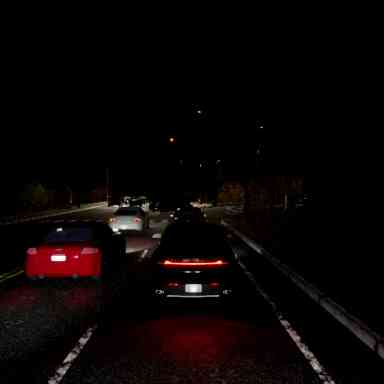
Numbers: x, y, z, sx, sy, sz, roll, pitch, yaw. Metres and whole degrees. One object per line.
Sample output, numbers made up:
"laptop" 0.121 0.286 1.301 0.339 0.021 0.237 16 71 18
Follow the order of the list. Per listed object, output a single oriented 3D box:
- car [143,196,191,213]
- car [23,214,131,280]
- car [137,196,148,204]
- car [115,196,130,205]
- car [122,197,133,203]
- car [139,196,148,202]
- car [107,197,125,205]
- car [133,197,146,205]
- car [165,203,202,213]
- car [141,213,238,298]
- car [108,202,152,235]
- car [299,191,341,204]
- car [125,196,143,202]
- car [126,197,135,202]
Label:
"car" -2.323 1.198 34.627 4.553 1.767 2.097 -2 0 -35
"car" -3.259 1.570 10.023 1.994 1.385 4.181 0 0 -1
"car" -10.558 1.684 71.099 2.128 1.511 4.902 0 0 -6
"car" -12.931 1.615 62.026 2.128 1.511 4.902 0 0 -5
"car" -13.904 1.715 71.753 1.994 1.385 4.181 0 0 -7
"car" -11.799 1.732 81.238 2.128 1.511 4.902 0 0 -7
"car" -12.129 1.616 52.938 1.812 1.442 4.674 0 0 -5
"car" -9.591 1.684 61.126 1.994 1.385 4.181 0 0 -5
"car" -0.180 1.561 17.899 2.033 1.411 5.357 0 0 -2
"car" 0.013 1.509 8.491 1.837 1.490 4.892 0 0 0
"car" -3.479 1.540 18.768 1.812 1.442 4.674 0 0 -3
"car" 14.811 0.620 38.474 4.674 1.442 1.812 -3 0 -2
"car" -8.813 1.579 52.273 2.128 1.511 4.902 0 0 -5
"car" -15.174 1.807 81.998 1.895 1.301 4.718 0 0 -8
